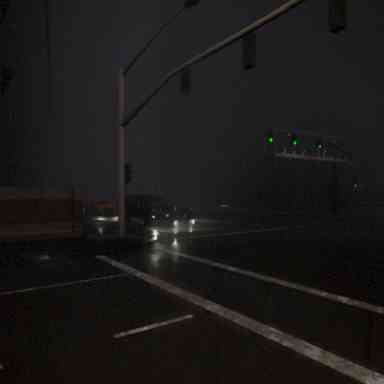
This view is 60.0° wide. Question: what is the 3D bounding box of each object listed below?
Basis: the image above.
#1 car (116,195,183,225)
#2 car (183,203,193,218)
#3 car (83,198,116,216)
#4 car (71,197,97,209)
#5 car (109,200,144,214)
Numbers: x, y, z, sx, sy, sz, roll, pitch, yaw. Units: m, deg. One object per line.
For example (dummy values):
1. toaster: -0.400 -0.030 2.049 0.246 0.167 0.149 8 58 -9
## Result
1. car: -3.283 1.214 24.587 2.150 2.045 5.566 0 0 -36
2. car: -1.868 1.342 28.620 2.097 1.767 4.553 0 0 -36
3. car: -9.044 1.470 32.611 1.882 1.535 5.008 0 0 -36
4. car: -15.507 1.538 47.644 2.033 1.411 5.357 0 0 -35
5. car: -7.111 1.591 35.918 1.895 1.301 4.718 0 0 -36
